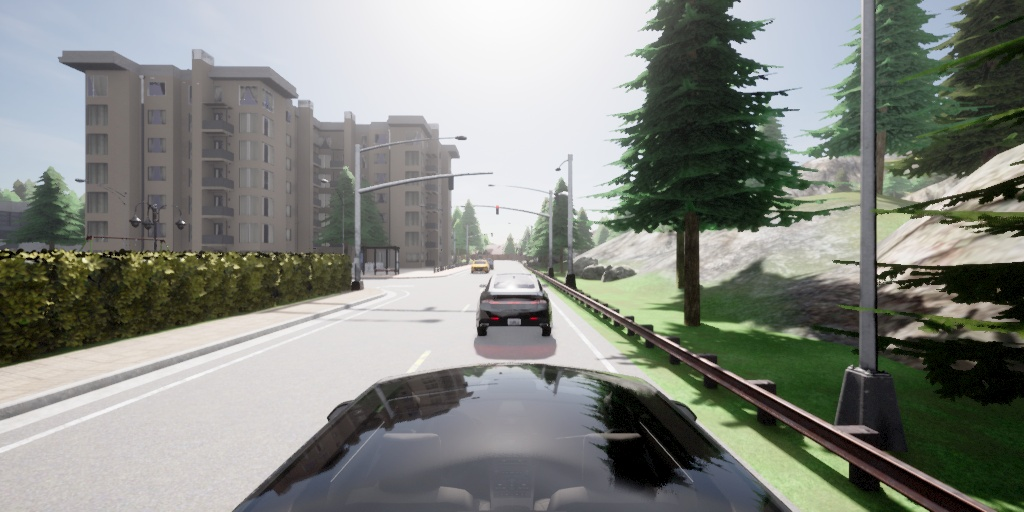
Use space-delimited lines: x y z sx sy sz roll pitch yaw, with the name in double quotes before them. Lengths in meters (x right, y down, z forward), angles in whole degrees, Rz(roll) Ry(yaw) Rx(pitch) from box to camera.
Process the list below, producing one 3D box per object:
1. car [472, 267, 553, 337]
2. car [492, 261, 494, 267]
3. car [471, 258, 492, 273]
"car" 0.058 1.240 10.331 2.128 1.511 4.902 0 0 0
"car" -3.707 1.091 51.932 2.097 1.767 4.553 0 0 0
"car" -3.693 1.219 42.321 1.882 1.535 5.008 0 0 0
